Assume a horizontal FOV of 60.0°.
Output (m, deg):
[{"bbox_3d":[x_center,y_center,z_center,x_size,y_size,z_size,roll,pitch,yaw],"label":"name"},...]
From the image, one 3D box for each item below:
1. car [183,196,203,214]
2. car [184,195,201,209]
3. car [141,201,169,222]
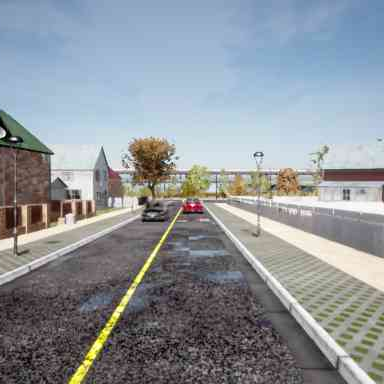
[{"bbox_3d":[0.075,1.346,35.359,2.097,1.767,4.553,0,0,0],"label":"car"},{"bbox_3d":[0.071,1.354,45.120,2.097,1.767,4.553,0,0,0],"label":"car"},{"bbox_3d":[-2.856,1.497,26.294,1.837,1.490,4.892,0,0,0],"label":"car"}]
